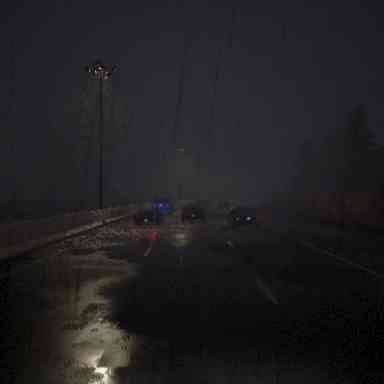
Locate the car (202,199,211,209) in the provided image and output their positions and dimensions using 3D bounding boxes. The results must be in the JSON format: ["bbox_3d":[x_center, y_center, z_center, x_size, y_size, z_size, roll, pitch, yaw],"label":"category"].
[{"bbox_3d":[1.966,2.016,56.011,1.837,1.490,4.892,-2,-1,12],"label":"car"}]

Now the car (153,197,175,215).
[{"bbox_3d":[-3.321,1.587,39.195,2.150,2.045,5.566,0,0,2],"label":"car"}]

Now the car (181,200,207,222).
[{"bbox_3d":[0.090,1.746,29.285,1.882,1.535,5.008,0,0,0],"label":"car"}]

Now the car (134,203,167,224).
[{"bbox_3d":[-3.411,1.852,26.959,1.895,1.301,4.718,0,-1,0],"label":"car"}]

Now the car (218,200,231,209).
[{"bbox_3d":[5.241,1.977,53.657,2.128,1.511,4.902,0,0,10],"label":"car"}]

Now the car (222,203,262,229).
[{"bbox_3d":[3.591,1.760,23.588,2.033,1.411,5.357,0,-1,0],"label":"car"}]
